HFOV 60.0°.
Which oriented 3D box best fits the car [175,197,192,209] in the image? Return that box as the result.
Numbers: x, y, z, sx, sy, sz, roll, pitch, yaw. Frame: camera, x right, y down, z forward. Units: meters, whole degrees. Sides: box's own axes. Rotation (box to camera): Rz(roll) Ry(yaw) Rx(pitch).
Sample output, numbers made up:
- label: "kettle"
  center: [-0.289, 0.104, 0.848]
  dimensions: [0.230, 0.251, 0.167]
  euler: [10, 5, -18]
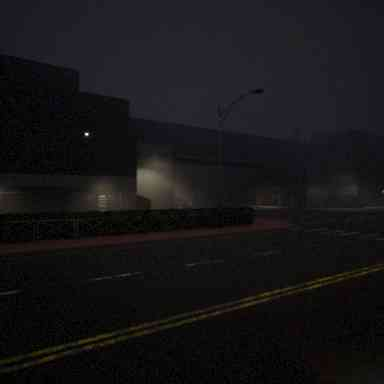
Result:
- label: "car"
  center: [-1.973, 1.414, 41.388]
  dimensions: [2.097, 1.767, 4.553]
  euler: [0, 0, -36]
